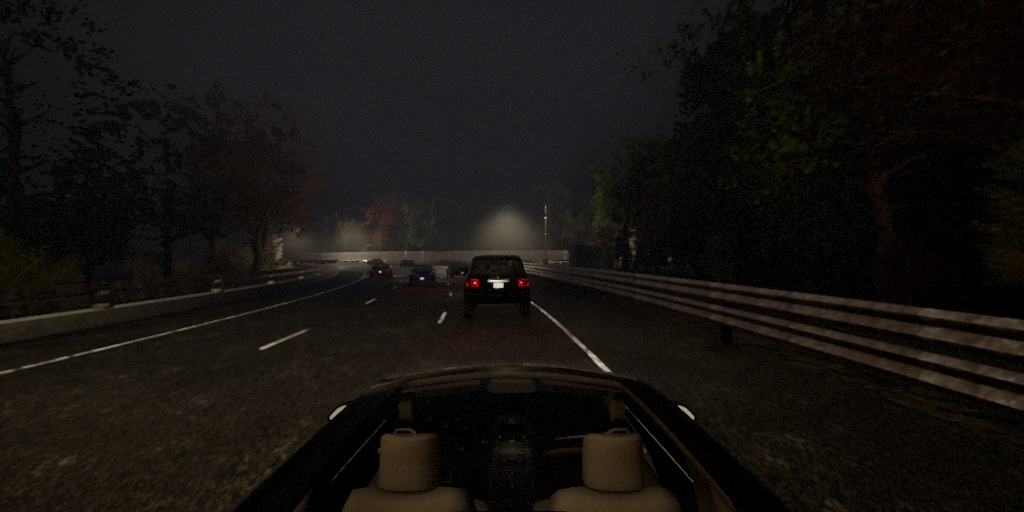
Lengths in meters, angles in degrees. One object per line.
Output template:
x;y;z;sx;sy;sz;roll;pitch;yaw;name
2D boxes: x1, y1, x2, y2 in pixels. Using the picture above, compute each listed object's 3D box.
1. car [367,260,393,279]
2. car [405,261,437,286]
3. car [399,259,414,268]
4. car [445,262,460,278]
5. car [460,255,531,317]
-12.142;1.365;33.320;1.994;1.385;4.181;0;0;-17;car
-6.399;1.304;25.790;1.812;1.442;4.674;0;0;-12;car
-18.060;1.333;62.016;1.837;1.490;4.892;0;0;-32;car
-5.107;1.300;33.979;1.812;1.442;4.674;0;0;-17;car
-0.668;0.976;13.358;2.150;2.045;5.566;0;0;-6;car
